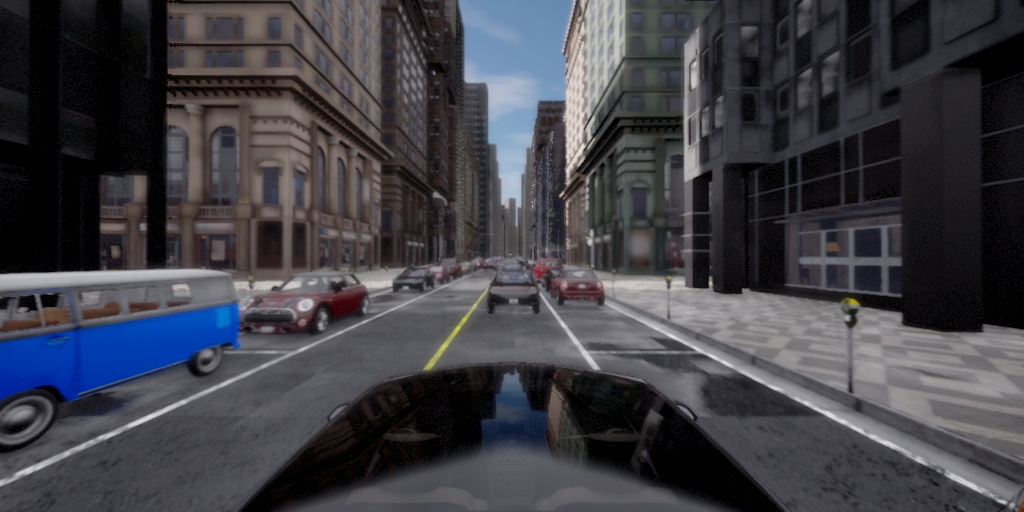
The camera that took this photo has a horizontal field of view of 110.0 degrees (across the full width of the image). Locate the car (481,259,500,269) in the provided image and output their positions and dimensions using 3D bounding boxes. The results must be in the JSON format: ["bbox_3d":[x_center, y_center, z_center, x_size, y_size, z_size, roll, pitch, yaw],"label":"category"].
[{"bbox_3d":[-3.085,1.436,51.804,1.895,1.301,4.718,0,0,0],"label":"car"}]

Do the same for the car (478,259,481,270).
[{"bbox_3d":[-5.769,1.397,49.643,1.948,1.339,4.313,0,0,0],"label":"car"}]

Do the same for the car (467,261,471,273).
[{"bbox_3d":[-5.767,1.337,38.270,1.751,1.417,4.829,0,0,0],"label":"car"}]

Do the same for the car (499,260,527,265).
[{"bbox_3d":[0.067,1.303,29.304,1.837,1.490,4.892,0,0,0],"label":"car"}]

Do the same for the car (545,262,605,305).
[{"bbox_3d":[2.761,1.214,16.037,1.967,1.591,4.097,0,0,0],"label":"car"}]

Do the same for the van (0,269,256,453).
[{"bbox_3d":[-5.762,1.096,4.829,1.690,1.789,3.998,0,0,0],"label":"van"}]

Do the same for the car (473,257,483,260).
[{"bbox_3d":[-5.770,1.281,55.245,1.967,1.591,4.097,0,0,0],"label":"car"}]

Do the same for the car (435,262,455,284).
[{"bbox_3d":[-5.766,1.374,27.236,1.802,1.307,4.207,0,0,0],"label":"car"}]

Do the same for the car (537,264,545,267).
[{"bbox_3d":[2.761,1.349,21.639,1.948,1.339,4.313,0,0,0],"label":"car"}]

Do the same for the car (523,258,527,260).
[{"bbox_3d":[2.756,1.377,49.650,1.888,1.381,4.507,0,0,0],"label":"car"}]

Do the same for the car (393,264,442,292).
[{"bbox_3d":[-5.765,1.349,21.634,1.948,1.339,4.313,0,0,0],"label":"car"}]

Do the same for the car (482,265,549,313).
[{"bbox_3d":[0.067,1.263,14.100,2.128,1.511,4.902,0,0,0],"label":"car"}]

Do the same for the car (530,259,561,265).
[{"bbox_3d":[2.760,1.107,27.240,2.192,1.841,5.009,0,0,0],"label":"car"}]

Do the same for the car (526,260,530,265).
[{"bbox_3d":[2.758,1.363,38.445,2.007,1.370,4.403,0,0,0],"label":"car"}]

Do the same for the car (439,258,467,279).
[{"bbox_3d":[-5.766,1.117,32.837,2.192,1.841,5.009,0,0,0],"label":"car"}]

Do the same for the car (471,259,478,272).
[{"bbox_3d":[-5.768,1.372,44.041,2.007,1.370,4.403,0,0,0],"label":"car"}]

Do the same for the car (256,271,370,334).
[{"bbox_3d":[-5.763,1.204,10.431,1.967,1.591,4.097,0,0,0],"label":"car"}]
